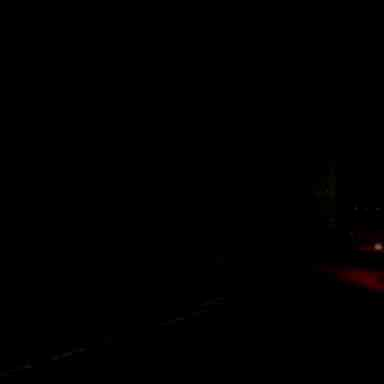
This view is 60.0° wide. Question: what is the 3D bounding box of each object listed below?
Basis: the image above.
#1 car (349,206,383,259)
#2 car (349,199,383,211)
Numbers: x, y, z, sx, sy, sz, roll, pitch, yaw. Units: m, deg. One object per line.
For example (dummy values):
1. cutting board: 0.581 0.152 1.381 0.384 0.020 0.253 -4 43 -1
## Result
1. car: 7.018 1.490 11.928 1.882 1.535 5.008 0 0 36
2. car: 14.812 1.386 28.682 2.097 1.767 4.553 0 0 21
